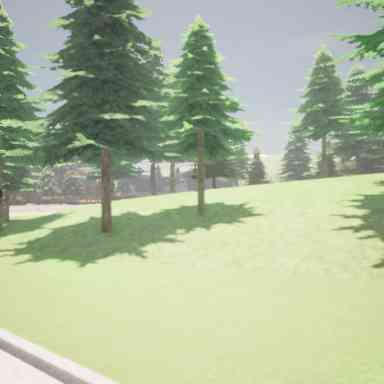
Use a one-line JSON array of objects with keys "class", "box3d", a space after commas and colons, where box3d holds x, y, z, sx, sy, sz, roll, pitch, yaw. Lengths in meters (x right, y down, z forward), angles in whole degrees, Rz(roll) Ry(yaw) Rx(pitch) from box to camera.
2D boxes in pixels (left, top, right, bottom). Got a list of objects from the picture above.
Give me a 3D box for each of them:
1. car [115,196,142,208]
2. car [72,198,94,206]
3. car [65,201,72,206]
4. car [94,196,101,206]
[{"class": "car", "box3d": [-11.938, 2.020, 60.449, 1.812, 1.442, 4.674, -1, 0, 35]}, {"class": "car", "box3d": [-22.580, 2.015, 71.406, 2.097, 1.767, 4.553, -1, 0, 35]}, {"class": "car", "box3d": [-25.478, 2.294, 73.364, 1.895, 1.301, 4.718, -1, 0, 35]}, {"class": "car", "box3d": [-14.940, 1.750, 62.274, 2.150, 2.045, 5.566, -1, 0, 35]}]
